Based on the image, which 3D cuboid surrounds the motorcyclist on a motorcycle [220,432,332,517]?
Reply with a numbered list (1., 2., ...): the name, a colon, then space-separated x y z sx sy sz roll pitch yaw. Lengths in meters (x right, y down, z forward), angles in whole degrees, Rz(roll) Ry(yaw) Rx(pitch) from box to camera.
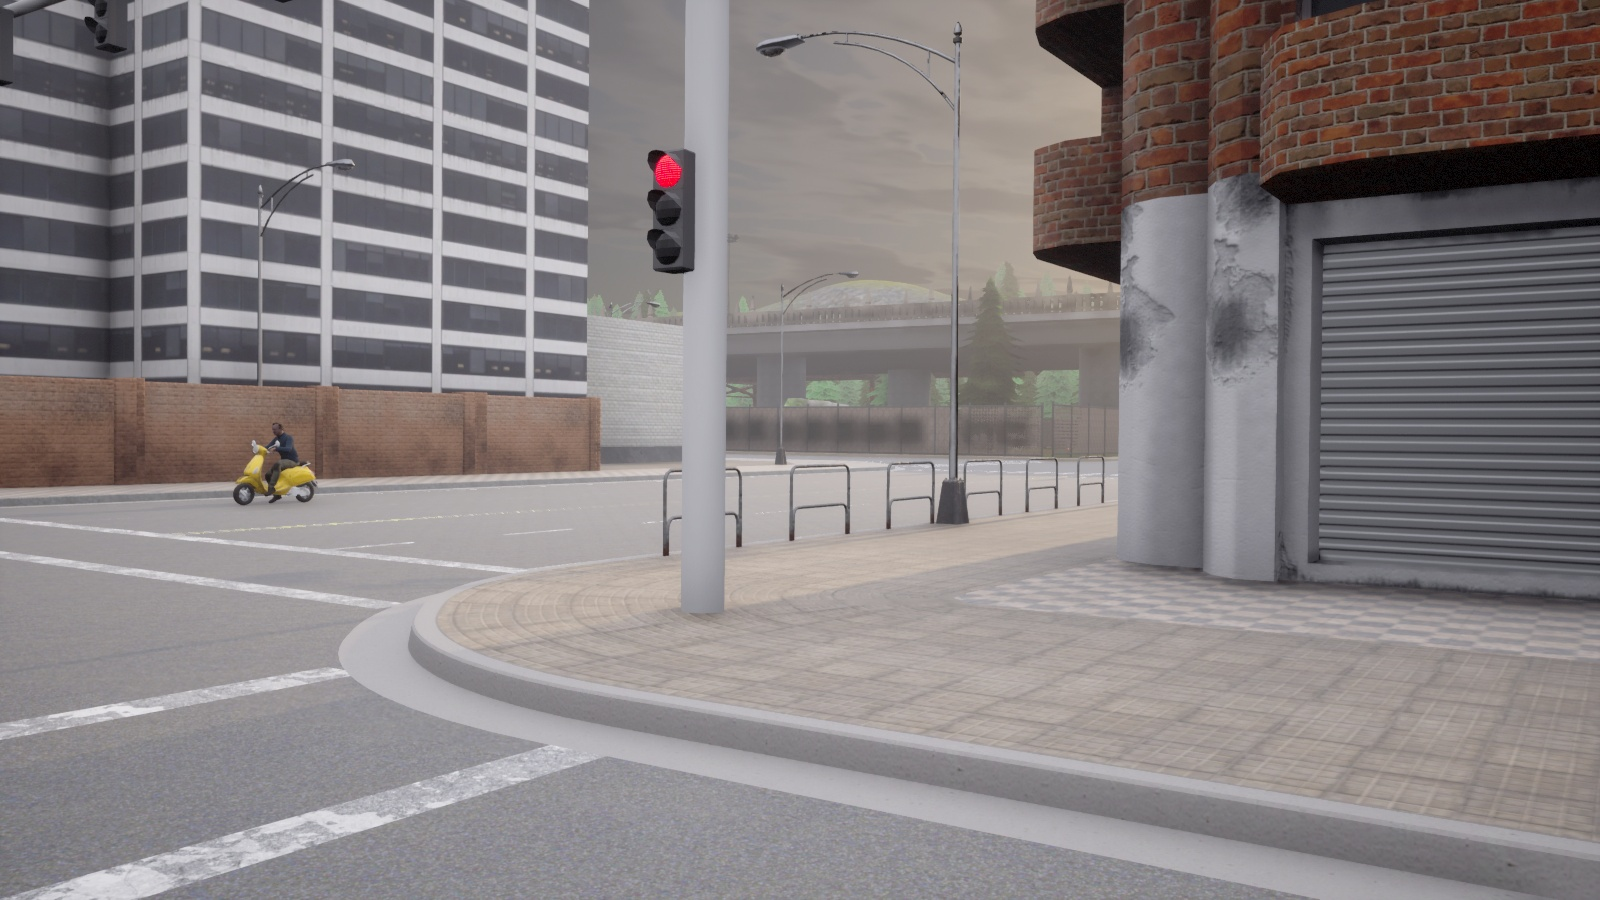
1. motorcyclist on a motorcycle: -10.189 0.443 24.478 0.866 1.590 1.817 0 1 33
